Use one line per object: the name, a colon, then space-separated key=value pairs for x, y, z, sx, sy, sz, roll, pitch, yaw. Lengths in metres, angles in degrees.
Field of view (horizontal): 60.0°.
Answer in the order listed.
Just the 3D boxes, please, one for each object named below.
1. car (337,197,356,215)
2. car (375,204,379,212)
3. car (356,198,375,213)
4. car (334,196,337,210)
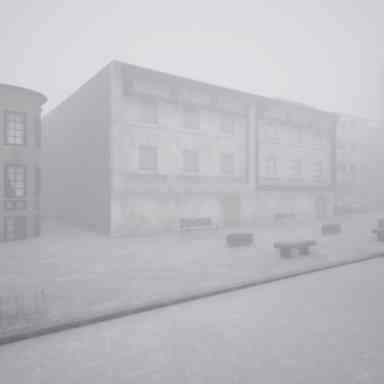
car: x=13.564 y=1.246 z=32.693 sx=1.905 sy=1.878 sz=3.866 roll=0 pitch=0 yaw=-26
car: x=18.271 y=1.421 z=36.517 sx=1.816 sy=1.474 sz=4.193 roll=0 pitch=0 yaw=-26
car: x=15.953 y=1.352 z=34.685 sx=2.242 sy=1.667 sz=4.611 roll=0 pitch=0 yaw=-26
car: x=11.369 y=1.416 z=31.623 sx=1.845 sy=1.501 sz=3.633 roll=0 pitch=0 yaw=-26
